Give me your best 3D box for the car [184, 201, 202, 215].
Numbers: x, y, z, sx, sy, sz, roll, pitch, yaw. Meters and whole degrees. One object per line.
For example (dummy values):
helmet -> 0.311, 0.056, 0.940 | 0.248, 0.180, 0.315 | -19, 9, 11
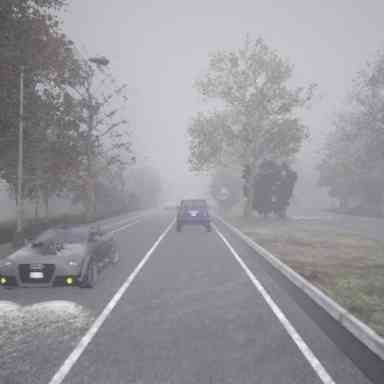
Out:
car -> 0.127, 1.991, 42.448 | 2.033, 1.411, 5.357 | 1, 2, 0

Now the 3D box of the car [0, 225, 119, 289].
car -> -3.347, 1.616, 9.146 | 1.994, 1.385, 4.181 | 0, -1, 0

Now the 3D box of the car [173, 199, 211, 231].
car -> 0.105, 1.471, 22.384 | 2.150, 2.045, 5.566 | 0, -1, 0

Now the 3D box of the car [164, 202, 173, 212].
car -> -3.269, 2.264, 51.964 | 1.812, 1.442, 4.674 | 0, -1, 1
